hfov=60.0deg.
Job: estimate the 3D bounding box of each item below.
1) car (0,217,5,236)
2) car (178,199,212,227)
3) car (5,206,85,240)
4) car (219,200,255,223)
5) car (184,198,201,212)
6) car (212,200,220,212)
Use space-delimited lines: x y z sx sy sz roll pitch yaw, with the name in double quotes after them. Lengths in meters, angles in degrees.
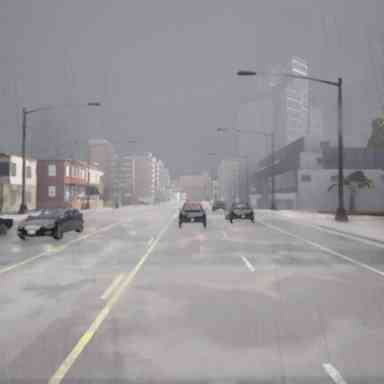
-10.565 1.615 15.726 1.895 1.301 4.718 0 0 0 "car"
0.044 1.511 22.857 2.128 1.511 4.902 0 0 0 "car"
-7.055 1.507 17.119 2.128 1.511 4.902 0 0 0 "car"
3.601 1.517 25.715 2.128 1.511 4.902 0 0 0 "car"
0.089 1.655 42.565 2.097 1.767 4.553 0 -2 0 "car"
3.601 1.857 44.223 1.837 1.490 4.892 0 -2 0 "car"
